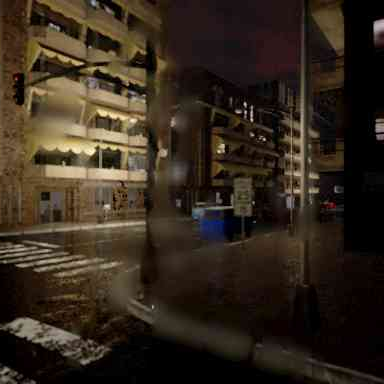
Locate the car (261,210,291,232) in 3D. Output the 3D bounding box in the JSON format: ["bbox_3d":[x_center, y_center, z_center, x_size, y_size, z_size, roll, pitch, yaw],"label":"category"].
[{"bbox_3d":[5.203,2.039,23.445,1.947,1.339,4.313,-1,-2,35],"label":"car"}]

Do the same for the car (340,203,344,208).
[{"bbox_3d":[39.899,3.383,86.849,1.752,1.417,4.829,-1,-2,35],"label":"car"}]

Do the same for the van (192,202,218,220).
[{"bbox_3d":[1.564,1.910,32.753,1.690,1.788,3.998,-1,-2,35],"label":"van"}]

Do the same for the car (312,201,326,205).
[{"bbox_3d":[23.982,2.897,64.385,1.802,1.307,4.206,-1,-2,35],"label":"car"}]

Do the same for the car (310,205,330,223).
[{"bbox_3d":[11.608,2.237,32.484,2.008,1.369,4.403,-1,-2,35],"label":"car"}]

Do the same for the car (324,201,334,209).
[{"bbox_3d":[27.184,2.736,68.911,2.192,1.841,5.009,-1,-2,35],"label":"car"}]

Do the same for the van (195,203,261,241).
[{"bbox_3d":[2.138,1.707,18.832,1.690,1.788,3.998,-1,-2,35],"label":"van"}]

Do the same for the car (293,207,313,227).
[{"bbox_3d":[8.405,2.161,27.963,1.802,1.307,4.206,-1,-2,35],"label":"car"}]
